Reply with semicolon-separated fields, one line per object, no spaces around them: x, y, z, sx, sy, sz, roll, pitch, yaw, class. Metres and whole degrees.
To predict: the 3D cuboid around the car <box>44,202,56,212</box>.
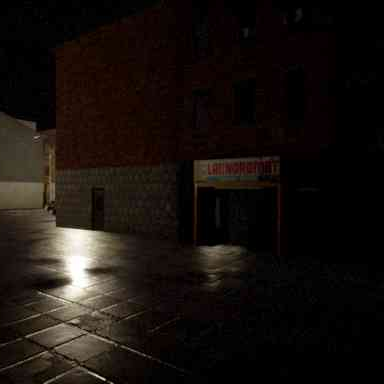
-14.532;1.523;38.365;2.128;1.511;4.902;0;0;36;car
